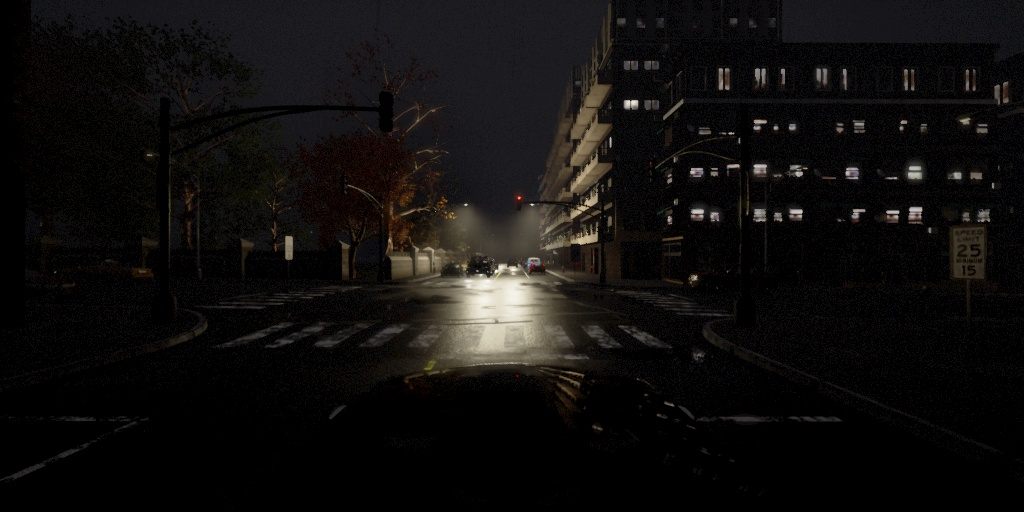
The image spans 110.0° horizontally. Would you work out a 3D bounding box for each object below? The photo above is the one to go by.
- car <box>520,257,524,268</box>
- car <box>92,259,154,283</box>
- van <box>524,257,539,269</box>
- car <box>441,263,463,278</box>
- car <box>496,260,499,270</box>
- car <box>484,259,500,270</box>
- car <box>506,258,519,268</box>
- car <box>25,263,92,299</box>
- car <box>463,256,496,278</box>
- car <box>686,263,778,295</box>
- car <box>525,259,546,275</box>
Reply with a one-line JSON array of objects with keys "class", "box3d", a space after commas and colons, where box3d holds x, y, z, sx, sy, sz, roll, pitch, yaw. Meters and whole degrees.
[{"class": "car", "box3d": [2.775, 1.230, 56.884, 1.967, 1.591, 4.097, 0, 0, 0]}, {"class": "car", "box3d": [-24.713, 0.883, 21.700, 4.829, 1.417, 1.751, 0, 0, 0]}, {"class": "van", "box3d": [2.758, 1.116, 45.623, 1.690, 1.789, 3.998, 0, 0, 0]}, {"class": "car", "box3d": [-5.640, 1.330, 34.376, 1.948, 1.339, 4.313, 0, 0, 0]}, {"class": "car", "box3d": [-3.032, 1.322, 44.914, 2.033, 1.411, 5.357, 0, 0, 0]}, {"class": "car", "box3d": [-3.008, 1.279, 55.013, 2.128, 1.511, 4.902, 0, 0, 0]}, {"class": "car", "box3d": [0.093, 1.304, 62.667, 1.837, 1.490, 4.892, 0, 0, 0]}, {"class": "car", "box3d": [-18.945, 1.007, 13.365, 4.207, 1.307, 1.802, 0, 0, 0]}, {"class": "car", "box3d": [-3.036, 0.986, 34.662, 2.150, 2.045, 5.566, 0, 0, 1]}, {"class": "car", "box3d": [13.480, 1.353, 22.005, 5.009, 1.841, 2.192, 0, 0, 0]}, {"class": "car", "box3d": [2.749, 1.314, 39.993, 1.888, 1.381, 4.507, 0, 0, 0]}]
